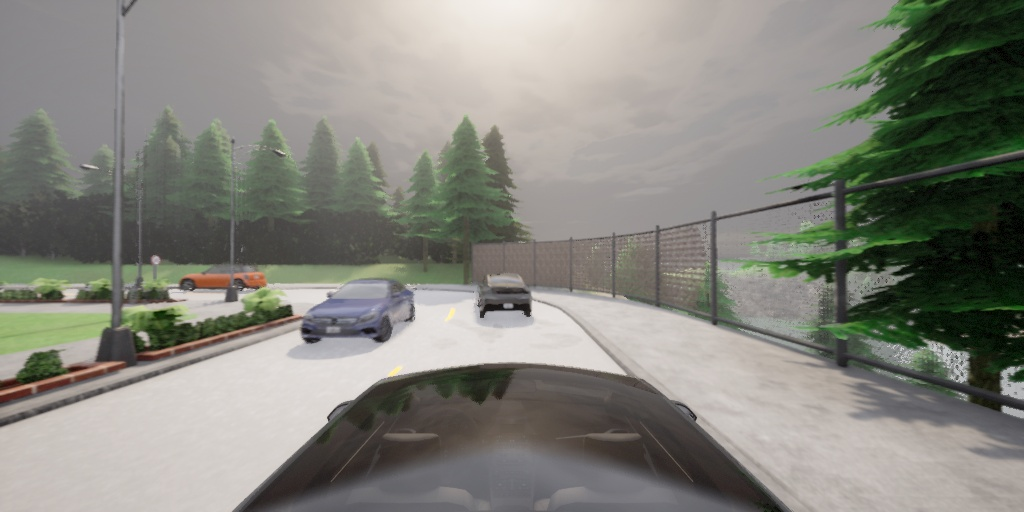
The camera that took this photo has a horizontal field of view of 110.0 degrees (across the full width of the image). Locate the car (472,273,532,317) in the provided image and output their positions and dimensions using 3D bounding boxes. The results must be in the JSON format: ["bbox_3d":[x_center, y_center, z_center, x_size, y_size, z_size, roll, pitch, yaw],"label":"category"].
[{"bbox_3d":[-0.452,1.405,14.100,1.837,1.490,4.892,1,-1,-8],"label":"car"}]

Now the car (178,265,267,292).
[{"bbox_3d":[-18.484,1.357,22.990,4.553,1.767,2.097,0,-1,0],"label":"car"}]

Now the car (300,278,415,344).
[{"bbox_3d":[-3.998,1.377,10.147,1.812,1.442,4.674,1,-1,-3],"label":"car"}]
